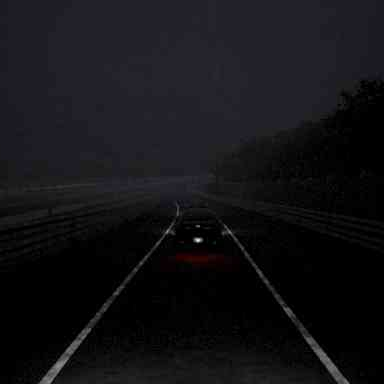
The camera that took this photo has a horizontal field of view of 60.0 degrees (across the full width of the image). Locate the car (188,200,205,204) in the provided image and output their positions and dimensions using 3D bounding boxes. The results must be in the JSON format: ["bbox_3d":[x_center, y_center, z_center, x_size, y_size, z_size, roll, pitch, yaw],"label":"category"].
[{"bbox_3d":[0.375,1.455,29.643,1.882,1.535,5.008,0,0,-1],"label":"car"}]

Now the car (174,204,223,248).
[{"bbox_3d":[0.281,1.503,14.562,1.837,1.490,4.892,0,0,1],"label":"car"}]
